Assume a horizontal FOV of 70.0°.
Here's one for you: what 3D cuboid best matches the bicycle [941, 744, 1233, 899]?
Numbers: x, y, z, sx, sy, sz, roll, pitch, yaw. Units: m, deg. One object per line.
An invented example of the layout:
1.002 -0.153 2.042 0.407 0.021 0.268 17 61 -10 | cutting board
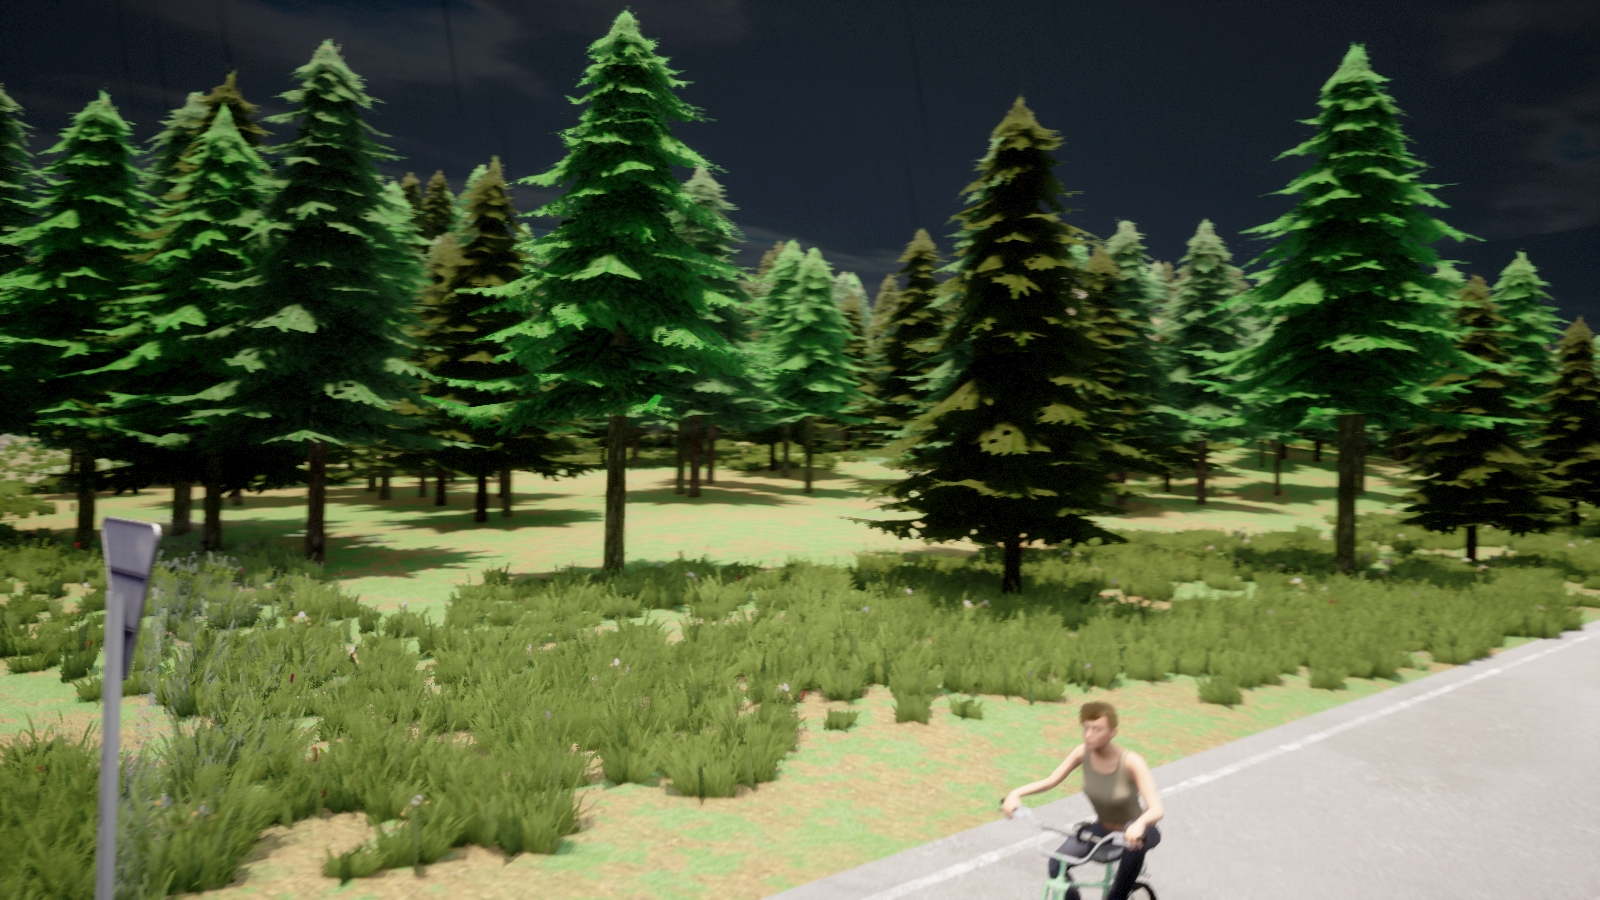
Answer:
1.556 2.316 6.104 1.487 1.080 0.859 1 -1 -45 | bicycle
